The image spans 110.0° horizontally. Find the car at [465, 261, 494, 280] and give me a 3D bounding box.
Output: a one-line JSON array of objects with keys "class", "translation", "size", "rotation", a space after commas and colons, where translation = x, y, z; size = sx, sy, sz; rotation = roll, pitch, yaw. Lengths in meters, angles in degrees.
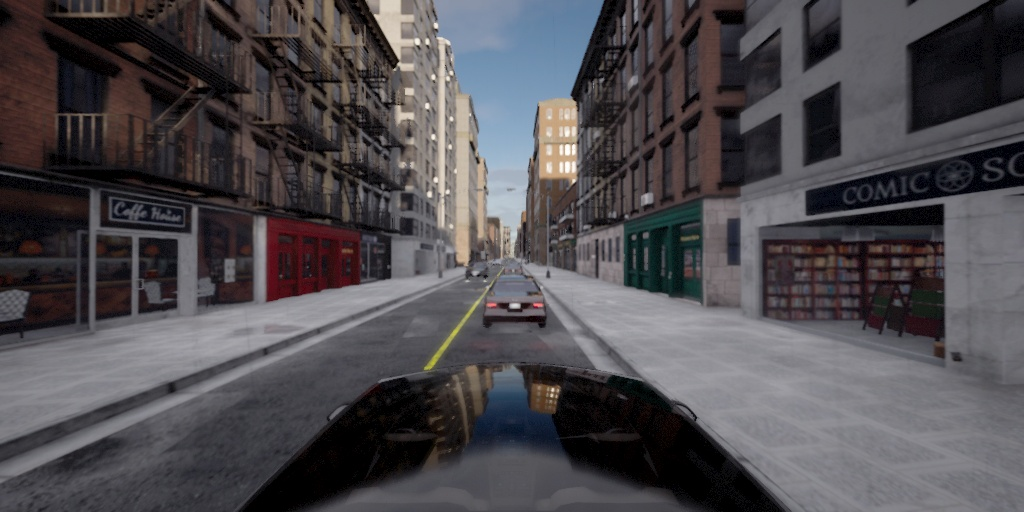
[{"class": "car", "translation": [-3.089, 1.288, 32.477], "size": [2.128, 1.511, 4.902], "rotation": [0, 0, 0]}]

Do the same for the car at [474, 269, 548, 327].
[{"class": "car", "translation": [0.088, 1.314, 11.586], "size": [2.033, 1.411, 5.357], "rotation": [0, 0, 0]}]

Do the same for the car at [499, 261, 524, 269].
[{"class": "car", "translation": [0.109, 1.346, 34.096], "size": [2.033, 1.411, 5.357], "rotation": [0, 0, 0]}]
